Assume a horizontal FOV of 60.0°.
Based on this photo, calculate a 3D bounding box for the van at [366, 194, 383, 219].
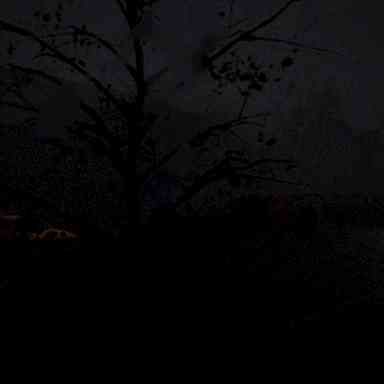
[{"bbox_3d":[13.046,1.142,26.029,4.442,1.987,1.878,-1,0,35],"label":"van"}]

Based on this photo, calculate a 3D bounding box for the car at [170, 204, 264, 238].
[{"bbox_3d":[0.998,1.507,17.306,4.674,1.452,2.002,-1,0,35],"label":"car"}]

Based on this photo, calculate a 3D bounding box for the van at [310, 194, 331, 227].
[{"bbox_3d":[5.954,1.203,20.712,4.442,1.987,1.878,-1,-1,35],"label":"van"}]

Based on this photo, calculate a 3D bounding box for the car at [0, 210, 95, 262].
[{"bbox_3d":[-6.141,1.489,12.015,5.366,1.575,1.946,-1,-1,35],"label":"car"}]

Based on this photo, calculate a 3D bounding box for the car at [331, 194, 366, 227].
[{"bbox_3d":[8.311,1.158,22.493,5.566,2.045,2.435,-1,-1,35],"label":"car"}]

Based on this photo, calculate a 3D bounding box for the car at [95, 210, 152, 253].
[{"bbox_3d":[-3.841,1.519,13.831,4.792,1.488,2.163,-1,-1,35],"label":"car"}]

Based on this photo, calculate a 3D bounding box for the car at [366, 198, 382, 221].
[{"bbox_3d":[10.721,1.389,24.229,4.892,1.521,2.231,-1,0,35],"label":"car"}]

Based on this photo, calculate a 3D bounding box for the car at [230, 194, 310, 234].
[{"bbox_3d":[3.397,1.201,19.056,5.566,2.045,2.435,-1,0,35],"label":"car"}]
